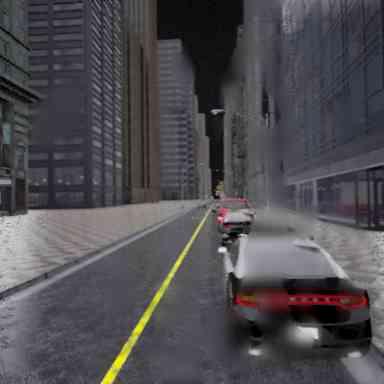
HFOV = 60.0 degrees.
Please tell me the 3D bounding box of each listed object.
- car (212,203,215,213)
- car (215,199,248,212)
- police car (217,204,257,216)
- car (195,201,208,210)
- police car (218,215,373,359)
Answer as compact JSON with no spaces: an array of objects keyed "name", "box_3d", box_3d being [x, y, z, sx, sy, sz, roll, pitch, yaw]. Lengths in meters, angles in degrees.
[{"name":"car","box_3d":[3.681,2.111,44.857,2.033,1.411,5.357,-1,-1,5]},{"name":"car","box_3d":[2.794,1.485,22.365,2.150,2.045,5.566,-1,-1,4]},{"name":"police car","box_3d":[2.334,1.610,16.459,1.930,1.638,5.238,-1,-1,4]},{"name":"car","box_3d":[1.711,2.286,58.464,1.837,1.490,4.892,-1,-1,4]},{"name":"police car","box_3d":[1.554,1.487,6.489,1.930,1.638,5.238,-1,-1,4]}]
